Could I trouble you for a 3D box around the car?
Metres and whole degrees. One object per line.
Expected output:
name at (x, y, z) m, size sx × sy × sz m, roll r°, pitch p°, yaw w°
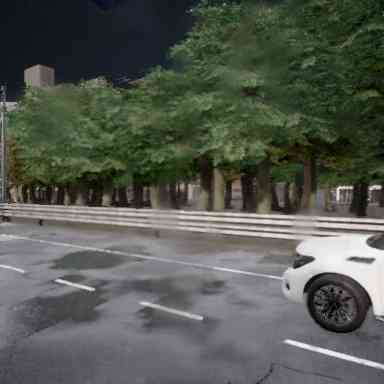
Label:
car at (4.294, 1.222, 5.103) m, size 5.566 × 2.045 × 2.150 m, roll 0°, pitch 0°, yaw 36°
